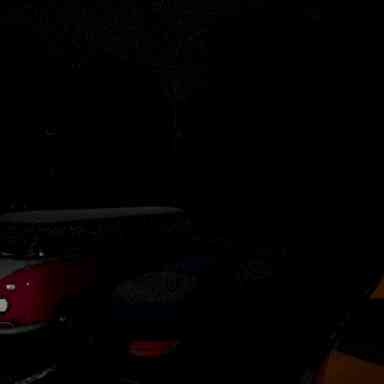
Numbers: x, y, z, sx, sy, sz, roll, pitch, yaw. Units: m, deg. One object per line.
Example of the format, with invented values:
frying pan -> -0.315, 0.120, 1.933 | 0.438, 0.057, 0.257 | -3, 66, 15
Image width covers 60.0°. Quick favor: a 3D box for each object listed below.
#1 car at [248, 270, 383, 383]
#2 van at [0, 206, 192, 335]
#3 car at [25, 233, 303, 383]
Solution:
car -> 2.697, 1.475, 3.573 | 1.946, 1.575, 5.366 | -1, 0, 35
van -> -1.870, 1.302, 6.458 | 1.878, 1.987, 4.442 | -1, 0, 36
car -> 0.343, 1.543, 5.021 | 2.002, 1.452, 4.674 | -1, 0, 35
